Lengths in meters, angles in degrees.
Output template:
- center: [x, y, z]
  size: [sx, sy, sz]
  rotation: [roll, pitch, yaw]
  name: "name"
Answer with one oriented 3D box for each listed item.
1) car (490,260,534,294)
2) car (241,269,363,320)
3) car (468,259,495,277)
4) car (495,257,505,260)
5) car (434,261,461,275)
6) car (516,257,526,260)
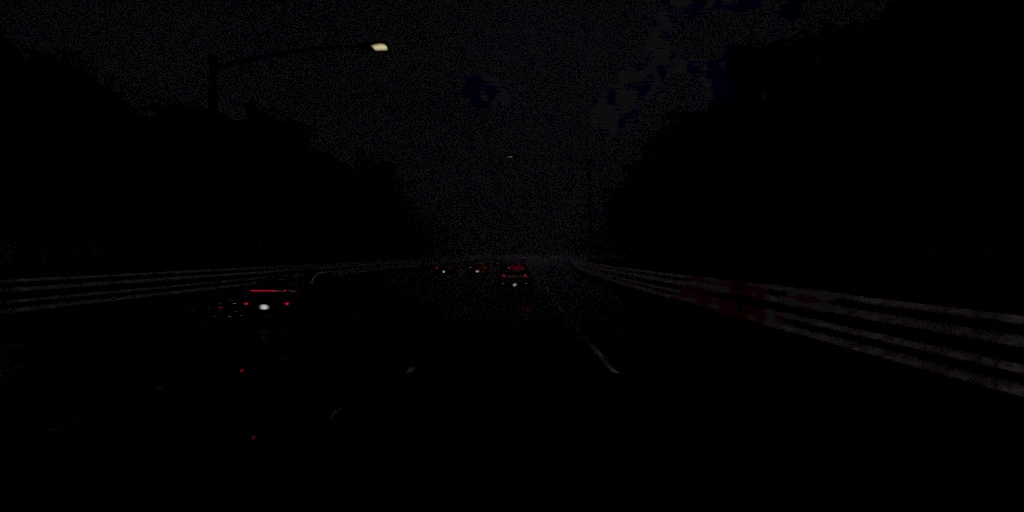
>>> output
- center: [0.165, 1.164, 19.532]
  size: [2.128, 1.511, 4.902]
  rotation: [0, 0, 1]
  name: "car"
- center: [-6.851, 1.186, 12.387]
  size: [2.128, 1.511, 4.902]
  rotation: [0, 0, 1]
  name: "car"
- center: [-2.917, 1.112, 33.327]
  size: [1.812, 1.442, 4.674]
  rotation: [0, 0, 2]
  name: "car"
- center: [-2.041, 0.942, 57.331]
  size: [1.812, 1.442, 4.674]
  rotation: [0, 0, 2]
  name: "car"
- center: [-6.370, 1.162, 36.110]
  size: [1.895, 1.301, 4.718]
  rotation: [0, 0, 2]
  name: "car"
- center: [0.511, 1.120, 33.289]
  size: [1.812, 1.442, 4.674]
  rotation: [0, 0, 2]
  name: "car"
